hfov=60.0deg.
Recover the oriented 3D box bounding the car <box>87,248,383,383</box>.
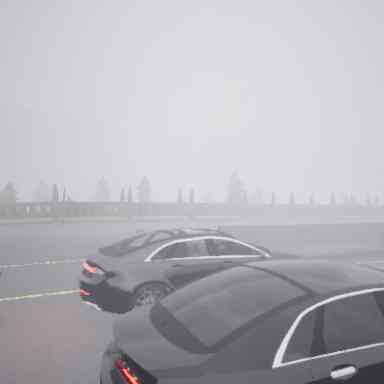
[{"bbox_3d":[1.573,1.516,3.524,4.892,1.490,1.837,1,0,-24],"label":"car"}]

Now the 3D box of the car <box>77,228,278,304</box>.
[{"bbox_3d":[0.254,1.507,6.769,4.902,1.511,2.128,1,0,-24],"label":"car"}]
